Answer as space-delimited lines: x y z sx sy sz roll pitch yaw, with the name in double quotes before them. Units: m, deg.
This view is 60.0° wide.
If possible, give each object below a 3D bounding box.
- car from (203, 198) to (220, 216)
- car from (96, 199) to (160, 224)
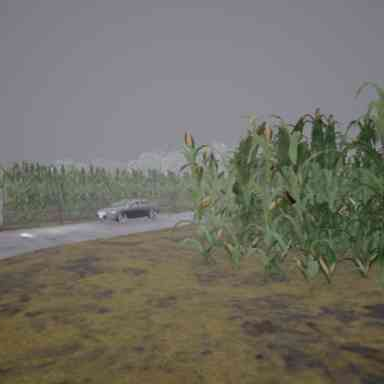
"car" 2.511 1.190 27.185 1.994 1.385 4.181 0 1 36
"car" -4.269 1.236 22.759 2.128 1.511 4.902 0 1 36
